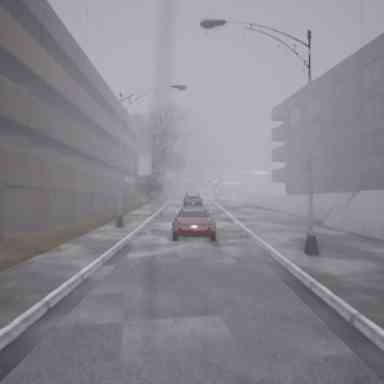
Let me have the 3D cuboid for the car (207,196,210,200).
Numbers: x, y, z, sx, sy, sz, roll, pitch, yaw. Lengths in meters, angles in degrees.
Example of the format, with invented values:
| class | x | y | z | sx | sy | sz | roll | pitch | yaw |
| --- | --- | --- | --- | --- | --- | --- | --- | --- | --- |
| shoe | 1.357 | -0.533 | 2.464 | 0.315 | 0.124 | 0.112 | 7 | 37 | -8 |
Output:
| class | x | y | z | sx | sy | sz | roll | pitch | yaw |
| --- | --- | --- | --- | --- | --- | --- | --- | --- | --- |
| car | 1.961 | 1.566 | 94.272 | 2.435 | 2.045 | 5.566 | 1 | -3 | -30 |

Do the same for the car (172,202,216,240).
| class | x | y | z | sx | sy | sz | roll | pitch | yaw |
| --- | --- | --- | --- | --- | --- | --- | --- | --- | --- |
| car | 0.097 | 1.394 | 16.113 | 1.994 | 1.385 | 4.181 | 0 | 1 | 0 |

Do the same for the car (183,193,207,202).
| class | x | y | z | sx | sy | sz | roll | pitch | yaw |
| --- | --- | --- | --- | --- | --- | --- | --- | --- | --- |
| car | 0.094 | 0.791 | 33.578 | 2.128 | 1.511 | 4.902 | 0 | 2 | 0 |

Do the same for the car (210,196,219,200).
| class | x | y | z | sx | sy | sz | roll | pitch | yaw |
| --- | --- | --- | --- | --- | --- | --- | --- | --- | --- |
| car | 4.841 | 1.857 | 94.863 | 2.185 | 1.767 | 4.553 | 4 | -3 | -31 |
